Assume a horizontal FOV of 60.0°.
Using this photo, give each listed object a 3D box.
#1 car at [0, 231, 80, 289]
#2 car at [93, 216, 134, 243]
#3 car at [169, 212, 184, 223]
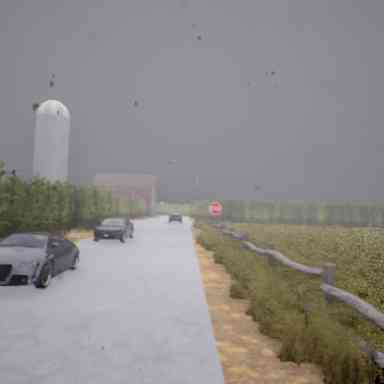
[{"bbox_3d":[-4.917,1.923,10.165,1.994,1.385,4.181,2,-3,-2],"label":"car"},{"bbox_3d":[-5.123,2.425,22.256,1.882,1.535,5.008,2,-3,-1],"label":"car"},{"bbox_3d":[-2.348,3.637,47.809,1.837,1.490,4.892,2,-2,-1],"label":"car"}]
